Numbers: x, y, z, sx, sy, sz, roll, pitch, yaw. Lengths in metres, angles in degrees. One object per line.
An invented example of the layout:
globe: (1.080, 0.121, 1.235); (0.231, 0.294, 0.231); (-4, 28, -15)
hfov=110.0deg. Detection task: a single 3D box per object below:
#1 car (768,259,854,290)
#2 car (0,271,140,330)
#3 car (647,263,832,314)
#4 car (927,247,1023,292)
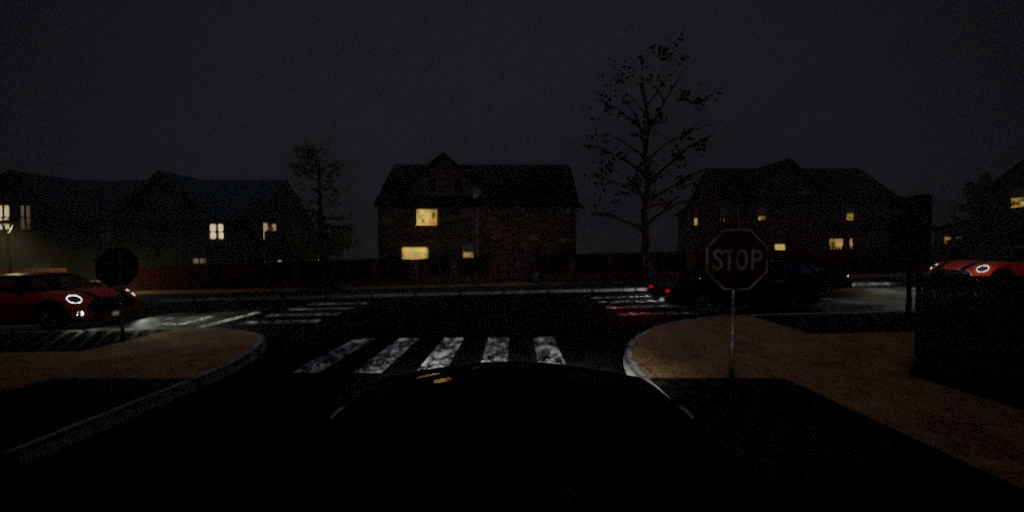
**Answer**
car: (10.466, 0.836, 14.455); (5.357, 1.411, 2.033); (-1, 2, -1)
car: (-15.022, 1.319, 11.566); (4.553, 1.767, 2.097); (-1, 2, 0)
car: (7.024, 1.047, 11.544); (4.718, 1.301, 1.895); (-1, 2, 0)
car: (19.834, 0.419, 14.465); (4.553, 1.767, 2.097); (-1, 2, 0)
